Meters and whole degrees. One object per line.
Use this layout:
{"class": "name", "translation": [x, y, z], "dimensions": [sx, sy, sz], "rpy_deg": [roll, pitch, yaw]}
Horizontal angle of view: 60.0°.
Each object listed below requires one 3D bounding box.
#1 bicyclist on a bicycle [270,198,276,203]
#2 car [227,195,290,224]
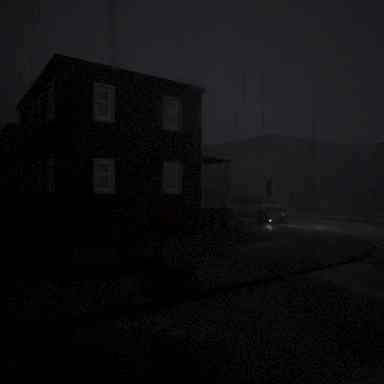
{"class": "bicyclist on a bicycle", "translation": [8.322, 1.348, 34.790], "dimensions": [1.656, 1.620, 0.582], "rpy_deg": [0, 0, -35]}
{"class": "car", "translation": [4.749, 1.222, 25.322], "dimensions": [2.150, 2.045, 5.566], "rpy_deg": [0, 0, -35]}
